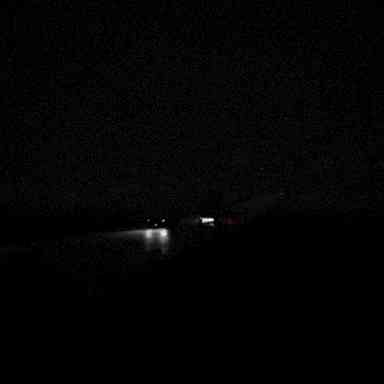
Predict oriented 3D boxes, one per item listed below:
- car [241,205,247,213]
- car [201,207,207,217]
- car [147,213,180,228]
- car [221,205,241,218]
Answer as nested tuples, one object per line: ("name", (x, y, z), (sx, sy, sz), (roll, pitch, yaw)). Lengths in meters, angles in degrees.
("car", (8.816, 3.056, 60.167), (2.128, 1.511, 4.902), (-1, -1, 16))
("car", (2.737, 3.017, 51.677), (2.128, 1.511, 4.902), (-1, -1, 15))
("car", (-2.713, 2.740, 32.337), (1.895, 1.301, 4.718), (-1, -2, 15))
("car", (5.429, 2.938, 47.907), (1.837, 1.490, 4.892), (-1, -1, 15))
